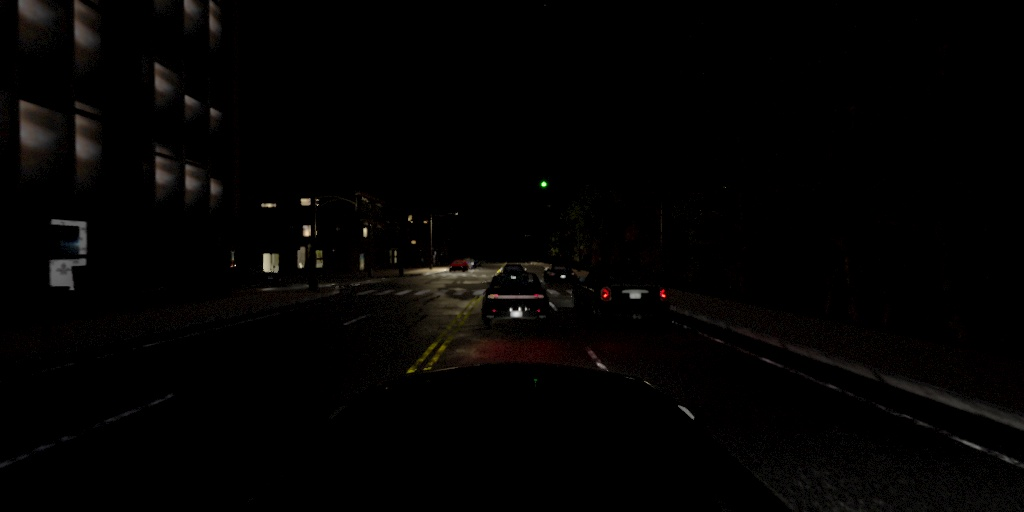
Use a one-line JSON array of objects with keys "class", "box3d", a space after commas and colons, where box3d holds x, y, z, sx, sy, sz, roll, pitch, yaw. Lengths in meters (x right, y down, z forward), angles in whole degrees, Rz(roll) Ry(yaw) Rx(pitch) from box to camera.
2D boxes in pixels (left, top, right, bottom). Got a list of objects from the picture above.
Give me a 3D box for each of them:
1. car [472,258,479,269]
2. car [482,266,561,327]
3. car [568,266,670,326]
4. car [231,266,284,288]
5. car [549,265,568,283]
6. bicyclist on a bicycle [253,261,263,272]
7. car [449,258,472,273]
[{"class": "car", "box3d": [-6.647, 1.112, 54.848, 2.097, 1.767, 4.553, 0, 0, 0]}, {"class": "car", "box3d": [0.096, 1.243, 11.453, 2.128, 1.511, 4.902, 0, 0, 0]}, {"class": "car", "box3d": [3.350, 1.103, 11.858, 2.097, 1.767, 4.553, 0, 0, 0]}, {"class": "car", "box3d": [-19.733, 1.531, 26.633, 5.008, 1.535, 1.882, -1, 1, 0]}, {"class": "car", "box3d": [3.349, 1.317, 25.530, 1.994, 1.385, 4.181, 0, 0, 0]}, {"class": "bicyclist on a bicycle", "box3d": [-24.972, 1.349, 35.251, 0.582, 1.620, 1.656, -1, 1, -1]}, {"class": "car", "box3d": [-6.633, 1.235, 45.051, 1.882, 1.535, 5.008, 0, 0, 0]}]
